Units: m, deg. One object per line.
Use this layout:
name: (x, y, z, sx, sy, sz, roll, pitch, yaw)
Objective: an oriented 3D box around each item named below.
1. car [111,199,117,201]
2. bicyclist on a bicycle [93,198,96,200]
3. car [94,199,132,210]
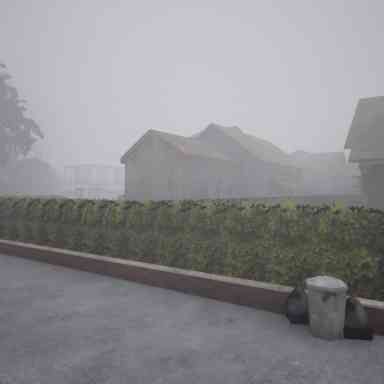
car: (-6.496, 1.356, 25.693, 5.357, 1.415, 2.033, 0, 0, 38)
bicyclist on a bicycle: (-8.795, 1.349, 30.383, 1.656, 1.620, 0.582, 0, 0, 35)
car: (-10.140, 1.601, 43.010, 1.895, 1.301, 4.718, 0, 0, 35)
